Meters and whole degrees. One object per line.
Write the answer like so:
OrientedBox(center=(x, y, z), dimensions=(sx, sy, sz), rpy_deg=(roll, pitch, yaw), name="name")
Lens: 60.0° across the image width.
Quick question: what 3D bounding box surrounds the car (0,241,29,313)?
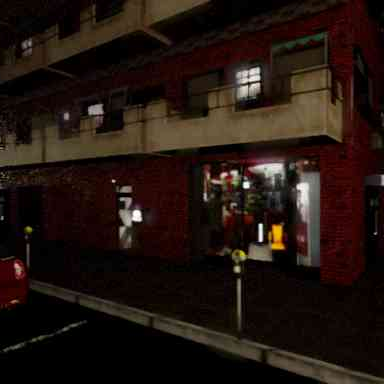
OrientedBox(center=(-5.013, 1.447, 6.453), dimensions=(4.097, 1.590, 1.967), rpy_deg=(0, 0, 35), name="car")
